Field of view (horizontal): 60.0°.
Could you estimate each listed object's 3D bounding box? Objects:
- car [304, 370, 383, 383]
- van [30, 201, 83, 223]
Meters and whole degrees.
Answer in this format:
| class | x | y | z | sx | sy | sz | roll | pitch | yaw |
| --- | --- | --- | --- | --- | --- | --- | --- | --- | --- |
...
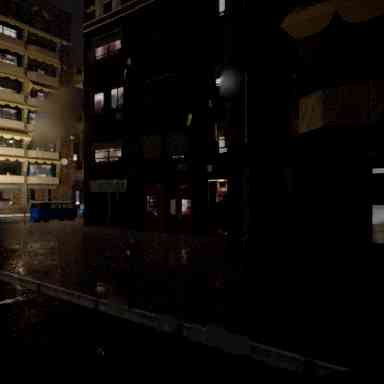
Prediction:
| class | x | y | z | sx | sy | sz | roll | pitch | yaw |
| --- | --- | --- | --- | --- | --- | --- | --- | --- | --- |
| car | 2.403 | 1.551 | 1.163 | 4.403 | 1.369 | 2.008 | 0 | 0 | 35 |
| van | -11.897 | 1.706 | 28.812 | 1.690 | 1.788 | 3.998 | -1 | -2 | 35 |
